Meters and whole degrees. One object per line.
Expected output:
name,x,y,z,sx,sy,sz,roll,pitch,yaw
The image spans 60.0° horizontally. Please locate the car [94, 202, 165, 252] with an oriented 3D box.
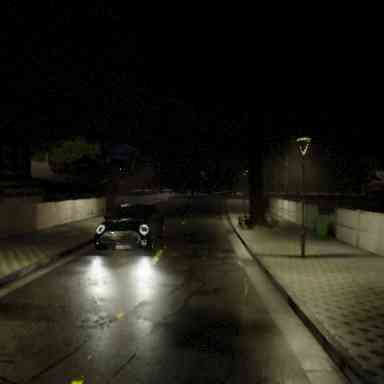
car,-2.394,1.300,13.691,2.097,1.767,4.553,0,0,2
